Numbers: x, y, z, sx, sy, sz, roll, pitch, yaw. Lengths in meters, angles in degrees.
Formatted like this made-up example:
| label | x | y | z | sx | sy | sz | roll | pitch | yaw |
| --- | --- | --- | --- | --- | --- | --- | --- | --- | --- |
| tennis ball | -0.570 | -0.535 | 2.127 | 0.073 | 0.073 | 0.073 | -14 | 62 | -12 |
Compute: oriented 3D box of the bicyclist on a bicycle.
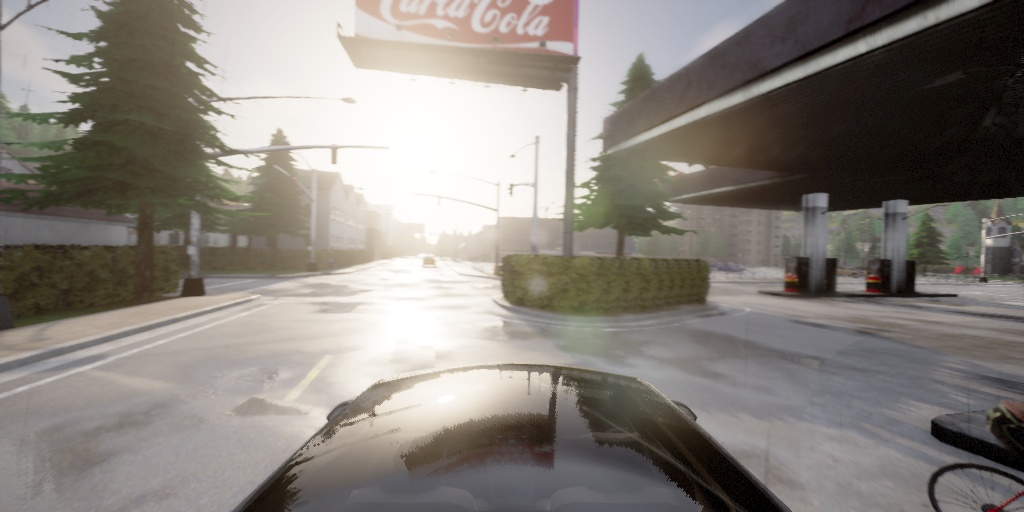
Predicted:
| label | x | y | z | sx | sy | sz | roll | pitch | yaw |
| --- | --- | --- | --- | --- | --- | --- | --- | --- | --- |
| bicyclist on a bicycle | 3.839 | 1.447 | 2.264 | 0.582 | 1.620 | 1.656 | 3 | -2 | -28 |

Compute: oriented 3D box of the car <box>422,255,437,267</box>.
| label | x | y | z | sx | sy | sz | roll | pitch | yaw |
| --- | --- | --- | --- | --- | --- | --- | --- | --- | --- |
| car | -11.179 | 0.632 | 48.320 | 1.882 | 1.535 | 5.008 | 1 | 0 | -13 |
